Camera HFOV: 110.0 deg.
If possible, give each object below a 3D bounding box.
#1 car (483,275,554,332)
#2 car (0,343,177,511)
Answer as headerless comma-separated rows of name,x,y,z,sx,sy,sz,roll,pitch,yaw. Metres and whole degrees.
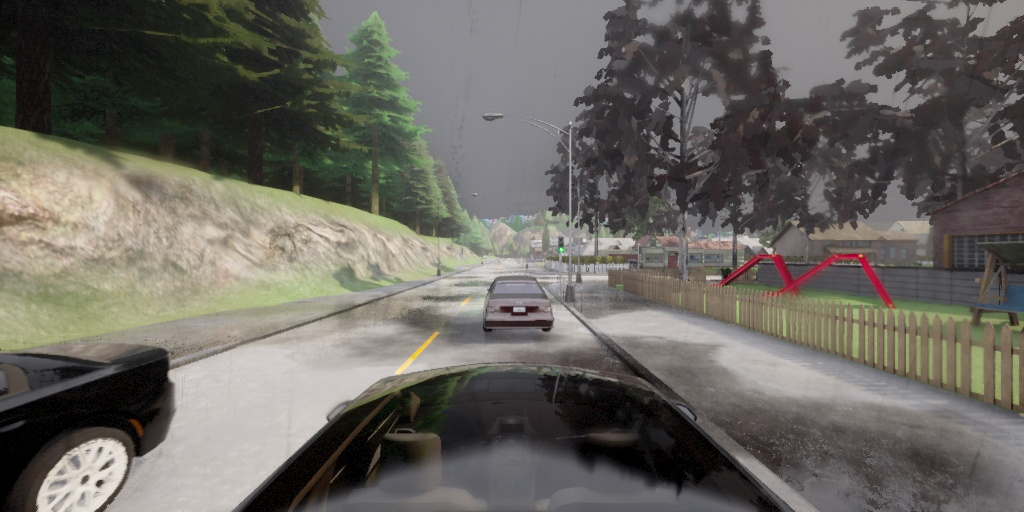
car,0.099,1.298,10.893,2.033,1.411,5.357,0,0,-2
car,-4.084,1.228,1.221,1.882,1.535,5.008,0,0,0
